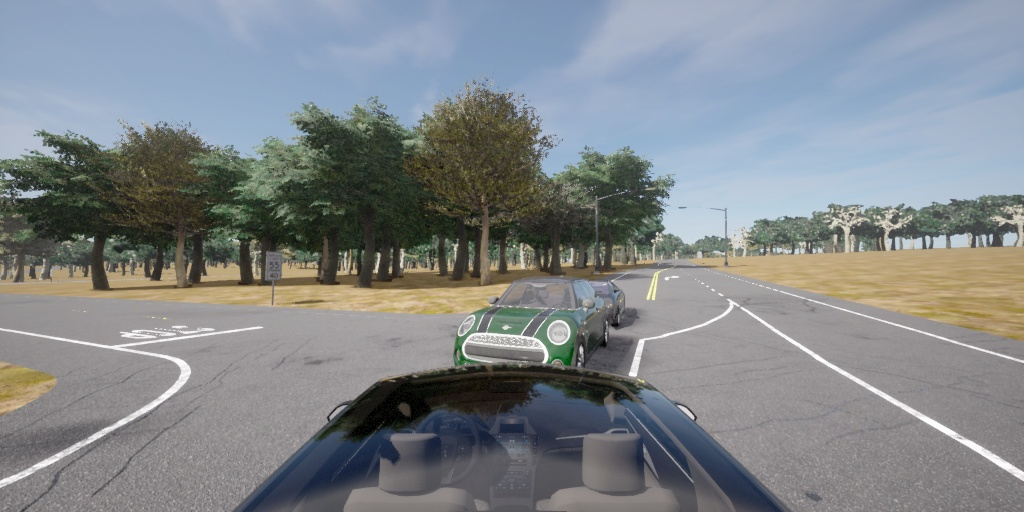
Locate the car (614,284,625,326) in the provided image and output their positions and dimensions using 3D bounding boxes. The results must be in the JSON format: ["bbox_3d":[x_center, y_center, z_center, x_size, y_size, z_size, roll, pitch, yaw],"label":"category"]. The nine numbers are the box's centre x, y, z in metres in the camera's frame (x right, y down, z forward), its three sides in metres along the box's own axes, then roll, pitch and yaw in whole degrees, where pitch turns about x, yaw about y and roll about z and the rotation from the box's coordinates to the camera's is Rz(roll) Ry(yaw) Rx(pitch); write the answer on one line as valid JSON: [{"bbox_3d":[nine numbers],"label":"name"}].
[{"bbox_3d":[2.913,1.554,12.854,1.994,1.385,4.181,-2,0,22],"label":"car"}]

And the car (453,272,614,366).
[{"bbox_3d":[0.686,1.222,7.422,2.097,1.767,4.553,-1,-2,22],"label":"car"}]
